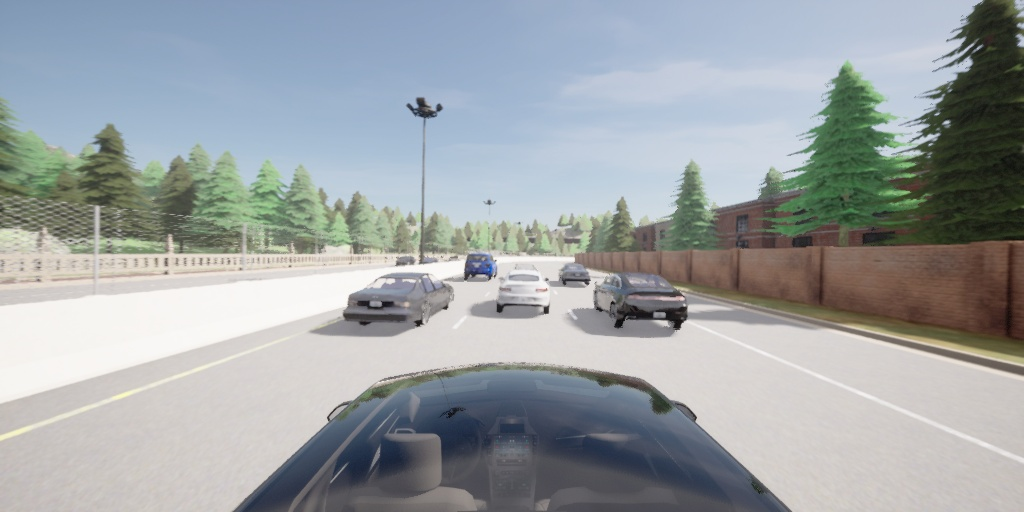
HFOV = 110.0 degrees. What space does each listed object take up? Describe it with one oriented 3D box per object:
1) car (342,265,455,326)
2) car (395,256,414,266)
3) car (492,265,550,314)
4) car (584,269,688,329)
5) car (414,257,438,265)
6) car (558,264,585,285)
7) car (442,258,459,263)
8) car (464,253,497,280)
[{"bbox_3d":[-3.178,1.192,11.185,2.033,1.411,5.357,1,0,3],"label":"car"},{"bbox_3d":[-15.641,0.714,53.043,1.837,1.490,4.892,1,0,3],"label":"car"},{"bbox_3d":[0.446,1.234,13.668,1.812,1.442,4.674,1,0,2],"label":"car"},{"bbox_3d":[3.844,1.277,11.470,2.128,1.511,4.902,1,0,3],"label":"car"},{"bbox_3d":[-12.162,0.830,52.514,2.033,1.411,5.357,1,0,3],"label":"car"},{"bbox_3d":[4.406,1.282,25.906,2.033,1.411,5.357,1,0,3],"label":"car"},{"bbox_3d":[-8.696,0.957,51.815,1.895,1.301,4.718,1,0,3],"label":"car"},{"bbox_3d":[-2.455,0.806,28.794,2.150,2.045,5.566,1,1,3],"label":"car"}]
